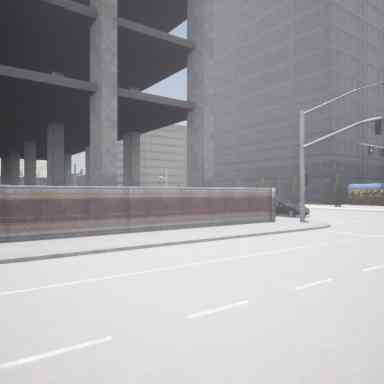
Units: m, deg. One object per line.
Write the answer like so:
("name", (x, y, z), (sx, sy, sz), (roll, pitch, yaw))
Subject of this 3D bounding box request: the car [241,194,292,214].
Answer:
("car", (8.263, 1.221, 37.344), (2.150, 2.045, 5.566), (0, 0, -36))

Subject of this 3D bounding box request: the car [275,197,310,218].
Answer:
("car", (8.587, 1.505, 30.886), (1.837, 1.490, 4.892), (0, 0, -35))
